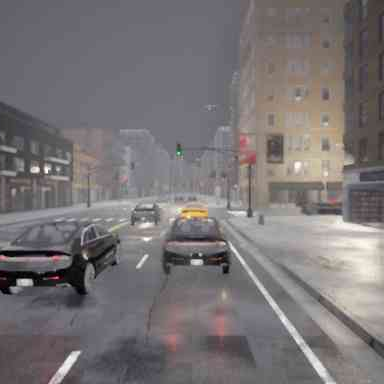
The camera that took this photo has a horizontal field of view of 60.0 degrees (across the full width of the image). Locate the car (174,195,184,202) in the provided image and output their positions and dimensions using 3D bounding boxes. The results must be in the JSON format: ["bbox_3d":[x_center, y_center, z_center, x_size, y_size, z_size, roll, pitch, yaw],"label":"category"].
[{"bbox_3d":[-3.166,1.435,81.614,2.097,1.767,4.553,0,0,0],"label":"car"}]

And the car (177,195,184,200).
[{"bbox_3d":[-3.155,1.488,91.681,1.994,1.385,4.181,0,0,0],"label":"car"}]

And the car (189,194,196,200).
[{"bbox_3d":[0.095,1.413,91.678,1.882,1.535,5.008,0,0,0],"label":"car"}]

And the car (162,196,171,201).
[{"bbox_3d":[-6.412,1.632,85.243,1.994,1.385,4.181,0,0,0],"label":"car"}]

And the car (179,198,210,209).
[{"bbox_3d":[0.262,1.496,24.766,1.882,1.535,5.008,0,0,3],"label":"car"}]

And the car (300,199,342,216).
[{"bbox_3d":[12.431,1.610,31.342,4.313,1.339,1.947,0,0,0],"label":"car"}]

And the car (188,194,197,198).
[{"bbox_3d":[0.084,1.436,81.644,2.097,1.767,4.553,0,0,0],"label":"car"}]

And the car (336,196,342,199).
[{"bbox_3d":[18.138,1.328,39.334,5.009,1.841,2.192,0,0,0],"label":"car"}]

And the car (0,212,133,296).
[{"bbox_3d":[-3.142,1.496,8.681,2.128,1.511,4.902,0,0,0],"label":"car"}]

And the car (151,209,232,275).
[{"bbox_3d":[0.114,1.498,10.515,2.128,1.511,4.902,0,0,0],"label":"car"}]

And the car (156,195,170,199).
[{"bbox_3d":[-6.428,1.426,69.666,2.097,1.767,4.553,0,0,0],"label":"car"}]

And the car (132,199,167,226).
[{"bbox_3d":[-3.123,1.509,23.676,2.128,1.511,4.902,0,0,0],"label":"car"}]
